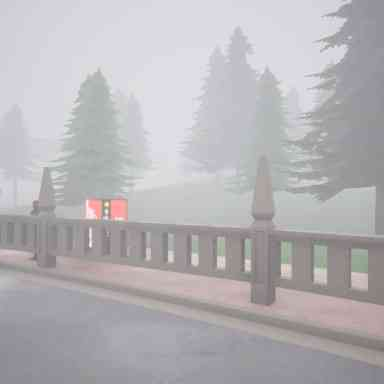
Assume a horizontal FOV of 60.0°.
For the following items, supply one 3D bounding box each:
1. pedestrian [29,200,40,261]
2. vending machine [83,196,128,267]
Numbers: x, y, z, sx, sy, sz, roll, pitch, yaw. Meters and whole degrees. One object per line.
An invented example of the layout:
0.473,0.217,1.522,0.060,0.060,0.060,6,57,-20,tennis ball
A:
-4.739,1.142,10.128,0.375,1.860,0.375,0,0,30,pedestrian
-2.763,1.195,10.700,0.880,2.100,1.100,0,0,30,vending machine
